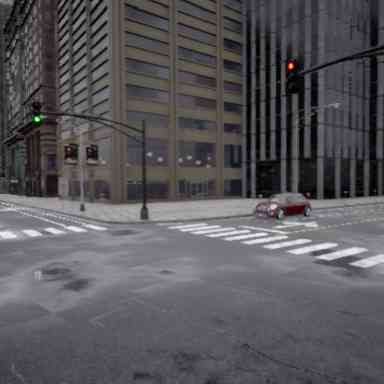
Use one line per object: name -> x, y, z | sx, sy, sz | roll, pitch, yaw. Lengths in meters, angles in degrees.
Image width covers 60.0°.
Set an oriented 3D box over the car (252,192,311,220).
car -> 5.749, 0.828, 21.293 | 4.097, 1.590, 1.967 | -2, 2, -36
